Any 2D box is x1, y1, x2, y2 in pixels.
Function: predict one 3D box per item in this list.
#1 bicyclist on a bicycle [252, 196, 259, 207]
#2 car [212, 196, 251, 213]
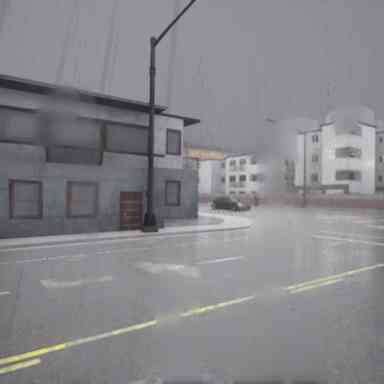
[{"bbox_3d":[9.179,1.346,47.972,0.582,1.620,1.656,2,0,44],"label":"bicyclist on a bicycle"},{"bbox_3d":[4.346,1.281,36.671,2.097,1.767,4.553,1,0,-41],"label":"car"}]
